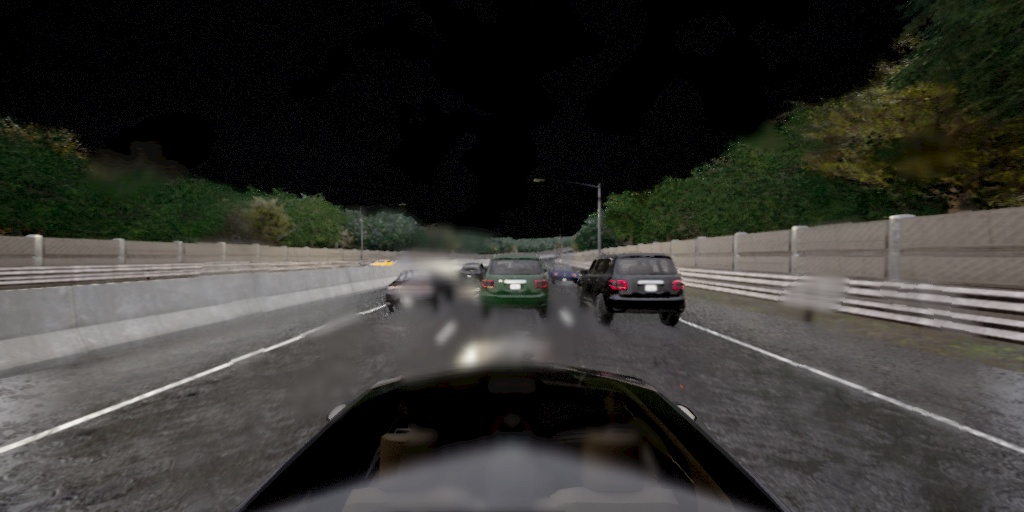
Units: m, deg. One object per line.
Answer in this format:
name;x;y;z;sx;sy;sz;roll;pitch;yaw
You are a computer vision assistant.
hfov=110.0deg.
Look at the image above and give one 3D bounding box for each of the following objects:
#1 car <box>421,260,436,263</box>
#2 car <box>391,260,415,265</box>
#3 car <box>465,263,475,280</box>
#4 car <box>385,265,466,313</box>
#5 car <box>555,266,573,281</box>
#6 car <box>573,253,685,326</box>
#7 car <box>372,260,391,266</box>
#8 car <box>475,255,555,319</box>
car;-12.796;1.367;55.246;1.882;1.535;5.008;0;0;3
car;-16.300;1.360;55.178;1.882;1.535;5.008;0;0;3
car;-3.066;1.309;29.416;1.837;1.490;4.892;0;0;2
car;-3.345;1.257;14.013;2.128;1.511;4.902;0;0;1
car;3.888;1.407;27.806;1.895;1.301;4.718;0;0;2
car;3.617;0.979;11.872;2.150;2.045;5.566;0;-1;1
car;-19.795;1.347;55.243;1.882;1.535;5.008;1;0;3
car;0.140;0.989;13.105;2.150;2.045;5.566;0;0;1
